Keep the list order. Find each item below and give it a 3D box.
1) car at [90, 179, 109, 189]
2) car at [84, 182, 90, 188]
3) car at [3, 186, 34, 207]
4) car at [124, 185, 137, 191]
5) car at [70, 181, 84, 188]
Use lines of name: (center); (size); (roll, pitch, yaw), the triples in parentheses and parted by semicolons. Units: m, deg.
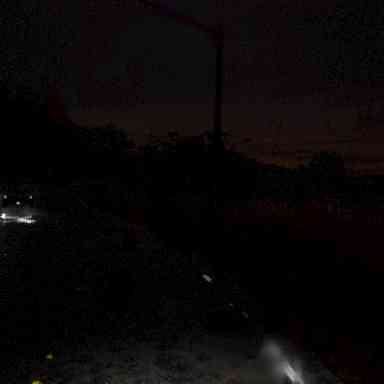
car: (-15.503, -1.472, 56.987); (1.970, 1.475, 3.806); (0, 1, -3)
car: (-18.779, -1.309, 64.461); (1.994, 1.385, 4.181); (-1, 0, 3)
car: (-12.568, 0.285, 24.132); (1.895, 1.301, 4.718); (0, 4, -28)
car: (-15.438, -1.023, 83.909); (1.837, 1.490, 4.892); (-1, -2, 14)
car: (-21.793, -1.297, 64.127); (2.128, 1.511, 4.902); (-1, 0, 3)
